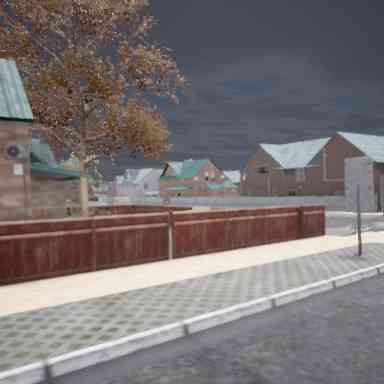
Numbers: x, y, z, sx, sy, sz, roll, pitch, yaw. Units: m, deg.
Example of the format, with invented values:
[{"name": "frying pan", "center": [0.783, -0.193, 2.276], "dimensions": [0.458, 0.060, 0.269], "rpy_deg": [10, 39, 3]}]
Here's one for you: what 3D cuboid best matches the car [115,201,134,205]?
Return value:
[{"name": "car", "center": [-9.408, 1.933, 46.368], "dimensions": [1.882, 1.535, 5.008], "rpy_deg": [-3, 1, -35]}]
